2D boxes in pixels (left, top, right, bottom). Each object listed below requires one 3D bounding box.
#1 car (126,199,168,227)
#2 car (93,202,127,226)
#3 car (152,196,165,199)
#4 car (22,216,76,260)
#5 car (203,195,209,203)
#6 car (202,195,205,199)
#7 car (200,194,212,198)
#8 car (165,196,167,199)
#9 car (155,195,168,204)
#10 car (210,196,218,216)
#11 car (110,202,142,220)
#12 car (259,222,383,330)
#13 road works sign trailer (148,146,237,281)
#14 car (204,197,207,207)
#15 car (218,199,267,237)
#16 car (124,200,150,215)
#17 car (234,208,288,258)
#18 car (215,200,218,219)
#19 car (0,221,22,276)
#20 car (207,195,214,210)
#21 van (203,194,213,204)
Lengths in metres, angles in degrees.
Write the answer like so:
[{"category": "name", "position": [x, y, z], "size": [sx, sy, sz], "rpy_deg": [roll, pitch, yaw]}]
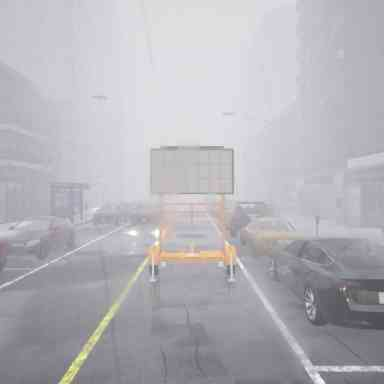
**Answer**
[{"category": "car", "position": [-2.980, 1.474, 23.106], "size": [1.882, 1.535, 5.008], "rpy_deg": [0, 0, 0]}, {"category": "car", "position": [-5.647, 1.541, 23.435], "size": [1.887, 1.381, 4.507], "rpy_deg": [0, 0, 0]}, {"category": "car", "position": [-5.621, 1.573, 51.060], "size": [1.802, 1.307, 4.206], "rpy_deg": [0, 0, 0]}, {"category": "car", "position": [-5.658, 1.581, 12.385], "size": [1.802, 1.307, 4.206], "rpy_deg": [0, 0, 0]}, {"category": "car", "position": [2.899, 1.543, 45.536], "size": [2.008, 1.369, 4.403], "rpy_deg": [0, 0, 0]}, {"category": "car", "position": [2.905, 1.557, 51.060], "size": [1.947, 1.339, 4.313], "rpy_deg": [0, 0, 0]}, {"category": "car", "position": [2.910, 1.306, 56.584], "size": [2.192, 1.841, 5.009], "rpy_deg": [0, 0, 0]}, {"category": "car", "position": [-5.616, 1.556, 56.585], "size": [1.947, 1.339, 4.313], "rpy_deg": [0, 0, 0]}, {"category": "car", "position": [-5.611, 1.430, 62.110], "size": [1.967, 1.590, 4.097], "rpy_deg": [0, 0, 0]}, {"category": "car", "position": [2.884, 1.436, 28.966], "size": [1.967, 1.590, 4.097], "rpy_deg": [0, 0, 0]}, {"category": "car", "position": [-5.642, 1.561, 28.960], "size": [1.947, 1.339, 4.313], "rpy_deg": [0, 0, 0]}, {"category": "car", "position": [2.863, 1.565, 6.871], "size": [1.947, 1.339, 4.313], "rpy_deg": [0, 0, 0]}, {"category": "road works sign trailer", "position": [0.007, 0.463, 9.777], "size": [2.380, 3.560, 2.880], "rpy_deg": [0, 0, 0]}, {"category": "car", "position": [2.894, 1.544, 40.013], "size": [2.008, 1.369, 4.403], "rpy_deg": [0, 0, 0]}, {"category": "car", "position": [2.874, 1.313, 17.918], "size": [2.192, 1.841, 5.009], "rpy_deg": [0, 0, 0]}, {"category": "car", "position": [-5.637, 1.560, 34.485], "size": [1.947, 1.339, 4.313], "rpy_deg": [0, 0, 0]}, {"category": "car", "position": [2.869, 1.524, 12.565], "size": [1.752, 1.417, 4.829], "rpy_deg": [0, 0, 0]}, {"category": "car", "position": [2.879, 1.522, 23.612], "size": [1.752, 1.417, 4.829], "rpy_deg": [0, 0, 0]}, {"category": "car", "position": [-5.663, 1.544, 6.860], "size": [1.887, 1.381, 4.507], "rpy_deg": [0, 0, 0]}, {"category": "car", "position": [2.889, 1.435, 34.489], "size": [1.967, 1.590, 4.097], "rpy_deg": [0, 0, 0]}, {"category": "van", "position": [2.915, 1.331, 62.108], "size": [1.690, 1.788, 3.998], "rpy_deg": [0, 0, 0]}]
